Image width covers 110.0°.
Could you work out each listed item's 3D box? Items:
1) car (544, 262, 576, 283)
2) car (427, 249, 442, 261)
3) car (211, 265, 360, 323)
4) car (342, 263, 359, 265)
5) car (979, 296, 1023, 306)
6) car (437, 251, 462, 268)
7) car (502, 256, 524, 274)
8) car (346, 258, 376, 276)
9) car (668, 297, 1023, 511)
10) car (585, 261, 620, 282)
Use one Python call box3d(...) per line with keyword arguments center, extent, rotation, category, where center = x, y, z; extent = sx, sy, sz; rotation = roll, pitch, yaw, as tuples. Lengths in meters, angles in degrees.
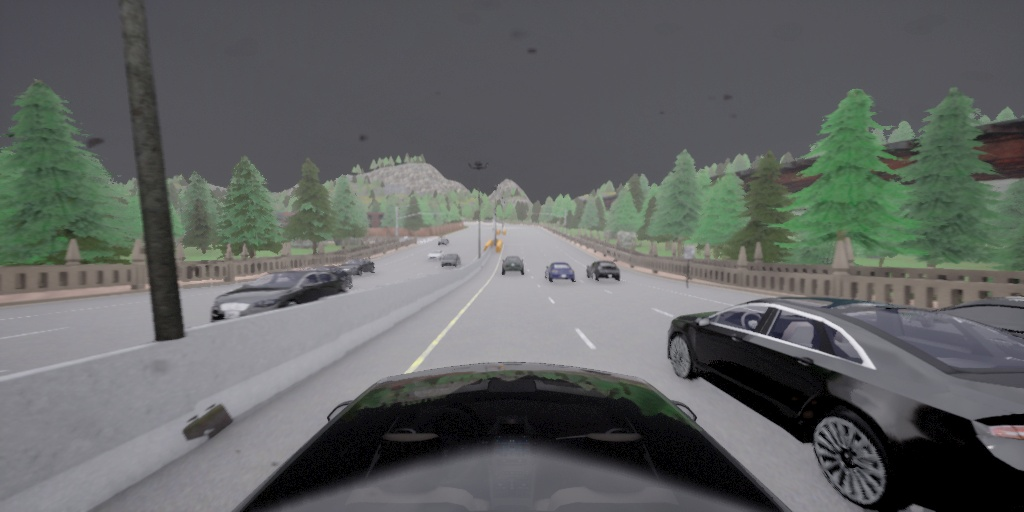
box3d(center=(3.590, 1.182, 27.206), extent=(1.812, 1.442, 4.674), rotation=(0, 1, 0), category="car")
box3d(center=(-10.571, -0.168, 50.064), extent=(1.812, 1.442, 4.674), rotation=(0, 6, 0), category="car")
box3d(center=(-7.102, 1.214, 11.563), extent=(2.128, 1.511, 4.902), rotation=(0, 0, 0), category="car")
box3d(center=(-10.603, 1.262, 20.039), extent=(1.994, 1.385, 4.181), rotation=(0, 0, 0), category="car")
box3d(center=(7.099, 1.267, 4.824), extent=(1.812, 1.442, 4.674), rotation=(0, 0, 0), category="car")
box3d(center=(-7.097, 0.509, 42.133), extent=(1.837, 1.490, 4.892), rotation=(0, 5, 0), category="car")
box3d(center=(0.087, 0.739, 35.810), extent=(2.097, 1.767, 4.553), rotation=(0, 3, 0), category="car")
box3d(center=(-14.103, 1.004, 32.773), extent=(2.128, 1.511, 4.902), rotation=(0, 2, 0), category="car")
box3d(center=(3.599, 1.234, 4.291), extent=(2.128, 1.511, 4.902), rotation=(0, 0, 0), category="car")
box3d(center=(7.090, 1.144, 28.297), extent=(1.837, 1.490, 4.892), rotation=(0, 1, 0), category="car")
